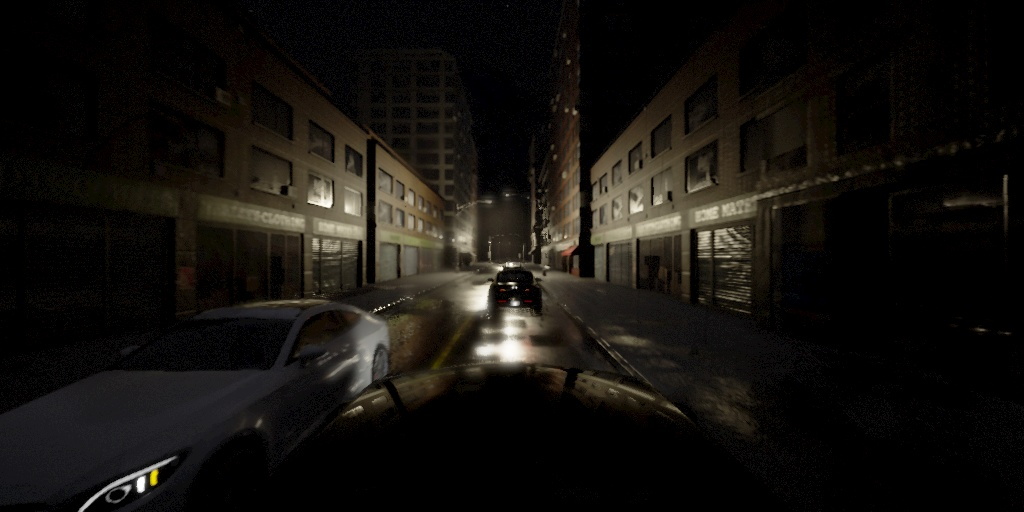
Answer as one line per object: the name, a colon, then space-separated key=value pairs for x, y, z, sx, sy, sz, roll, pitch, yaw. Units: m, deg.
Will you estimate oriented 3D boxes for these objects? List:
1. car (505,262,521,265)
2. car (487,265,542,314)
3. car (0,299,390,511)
car: x=0.092 y=1.286 z=32.061 sx=2.128 sy=1.511 sz=4.902 roll=0 pitch=0 yaw=0
car: x=0.099 y=1.270 z=13.883 sx=1.837 sy=1.490 sz=4.892 roll=0 pitch=0 yaw=0
car: x=-2.849 y=1.278 z=4.061 sx=1.812 sy=1.442 sz=4.674 roll=0 pitch=0 yaw=0
